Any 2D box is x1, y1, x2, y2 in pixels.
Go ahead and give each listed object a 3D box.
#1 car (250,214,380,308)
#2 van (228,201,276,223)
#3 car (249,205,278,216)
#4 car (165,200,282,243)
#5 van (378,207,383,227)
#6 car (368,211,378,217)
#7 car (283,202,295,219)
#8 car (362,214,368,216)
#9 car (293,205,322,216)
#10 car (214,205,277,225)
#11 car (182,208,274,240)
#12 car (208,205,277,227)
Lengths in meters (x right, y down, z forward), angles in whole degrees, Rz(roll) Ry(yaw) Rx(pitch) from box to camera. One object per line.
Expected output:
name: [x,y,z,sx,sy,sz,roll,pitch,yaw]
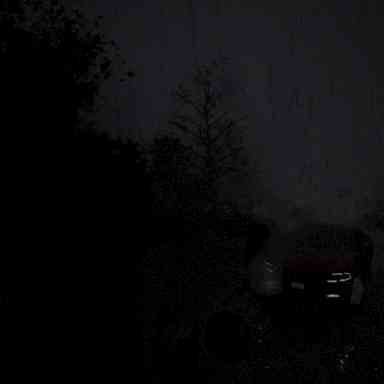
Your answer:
car: [3.404,1.555,8.445,1.882,1.535,5.008,1,0,33]
van: [5.876,1.896,32.473,4.442,1.987,1.878,0,-2,15]
car: [12.022,3.065,55.611,4.553,1.767,2.185,0,-3,15]
car: [1.456,1.420,16.442,5.566,2.045,2.435,0,-1,15]
van: [15.761,1.724,22.949,4.442,1.987,1.878,0,-2,15]
car: [16.637,1.913,25.853,4.553,1.767,2.185,0,-2,15]
car: [10.635,2.301,42.449,5.566,2.045,2.150,-1,-5,44]
car: [17.608,2.134,28.607,5.366,1.575,1.946,0,-2,15]
car: [10.341,2.141,29.948,1.812,1.442,4.674,0,-2,15]
car: [4.850,2.024,29.851,5.366,1.575,1.946,0,-2,15]
car: [2.120,1.728,19.021,4.892,1.521,2.231,0,-1,15]
car: [4.153,1.941,27.284,5.366,1.575,1.946,0,-2,15]
